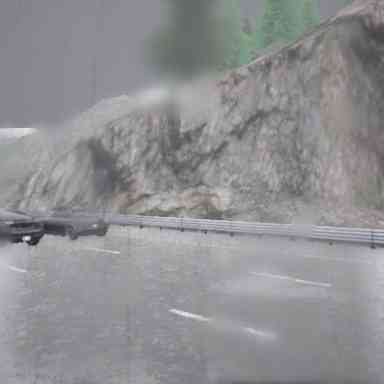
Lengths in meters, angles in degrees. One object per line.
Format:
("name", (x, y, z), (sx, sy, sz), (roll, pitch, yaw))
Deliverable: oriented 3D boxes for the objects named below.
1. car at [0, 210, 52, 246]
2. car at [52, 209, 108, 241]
("car", (-8.253, 1.514, 14.061), (4.892, 1.490, 1.837), (0, 0, 36))
("car", (-6.217, 1.570, 16.908), (4.181, 1.385, 1.994), (0, 0, 36))
